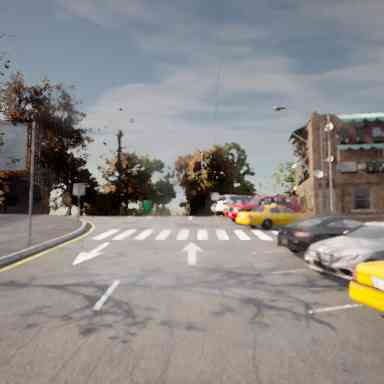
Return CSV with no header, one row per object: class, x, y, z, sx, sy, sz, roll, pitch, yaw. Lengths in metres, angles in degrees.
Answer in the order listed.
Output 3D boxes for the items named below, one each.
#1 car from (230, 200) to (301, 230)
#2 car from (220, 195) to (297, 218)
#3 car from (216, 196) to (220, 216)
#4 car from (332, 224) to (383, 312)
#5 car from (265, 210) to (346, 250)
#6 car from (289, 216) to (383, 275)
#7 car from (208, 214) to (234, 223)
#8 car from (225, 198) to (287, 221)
car,5.468,1.509,21.215,5.366,1.575,1.946,1,0,-20
car,5.249,1.261,24.163,5.566,2.045,2.435,1,0,-21
car,5.124,1.427,33.191,5.566,2.045,2.435,2,-5,-20
car,5.476,1.493,6.105,5.366,1.575,1.946,1,0,-20
car,5.313,1.540,12.094,4.674,1.452,2.002,1,0,-20
car,5.318,1.537,9.066,4.674,1.452,2.002,1,0,-20
car,5.050,4.546,56.646,1.895,1.301,4.718,-5,-9,43
car,5.208,1.390,27.214,4.553,1.767,2.185,1,-1,-21
